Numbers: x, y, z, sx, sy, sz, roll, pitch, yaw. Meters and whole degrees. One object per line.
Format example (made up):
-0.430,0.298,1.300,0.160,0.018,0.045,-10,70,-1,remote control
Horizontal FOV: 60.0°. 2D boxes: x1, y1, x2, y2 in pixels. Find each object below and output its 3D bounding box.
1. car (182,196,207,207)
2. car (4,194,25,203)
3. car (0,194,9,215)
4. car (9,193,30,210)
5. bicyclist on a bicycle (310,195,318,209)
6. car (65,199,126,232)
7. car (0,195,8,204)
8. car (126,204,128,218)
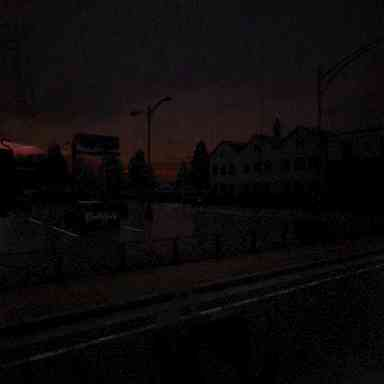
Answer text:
0.370,1.349,48.808,1.812,1.442,4.674,0,0,-36,car
-39.054,1.328,73.179,3.866,1.878,1.905,0,0,-36,car
-17.993,1.113,29.794,1.932,1.855,4.605,0,0,-36,car
-19.907,1.092,38.103,1.905,1.878,3.866,0,0,-36,car
13.588,1.124,36.788,1.656,1.620,0.582,0,0,-35,bicyclist on a bicycle
-5.386,1.248,17.842,1.970,1.475,3.806,0,0,-36,car
-39.279,1.495,66.051,4.611,1.667,2.242,0,0,-36,car
-6.518,1.313,25.704,2.007,1.523,4.514,0,0,-36,car
